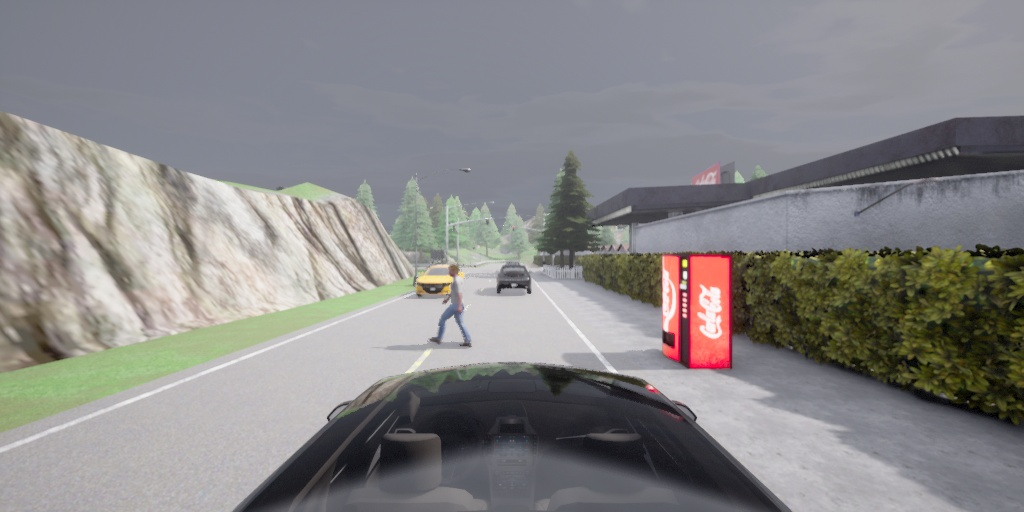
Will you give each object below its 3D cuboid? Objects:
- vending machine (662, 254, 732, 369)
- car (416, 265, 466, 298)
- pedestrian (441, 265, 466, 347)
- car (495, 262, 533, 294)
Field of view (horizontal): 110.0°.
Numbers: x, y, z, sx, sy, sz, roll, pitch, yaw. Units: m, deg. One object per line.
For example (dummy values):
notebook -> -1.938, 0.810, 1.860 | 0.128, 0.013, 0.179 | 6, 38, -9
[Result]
vending machine -> 3.499, 0.946, 6.873 | 1.100, 2.100, 0.880 | 0, 0, 0
car -> -3.596, 1.231, 18.778 | 1.882, 1.535, 5.008 | 0, 0, 0
pedestrian -> -1.273, 1.045, 7.803 | 0.375, 1.860, 0.375 | 0, 0, 0
car -> 0.102, 1.257, 20.507 | 1.837, 1.490, 4.892 | 0, -1, 0
